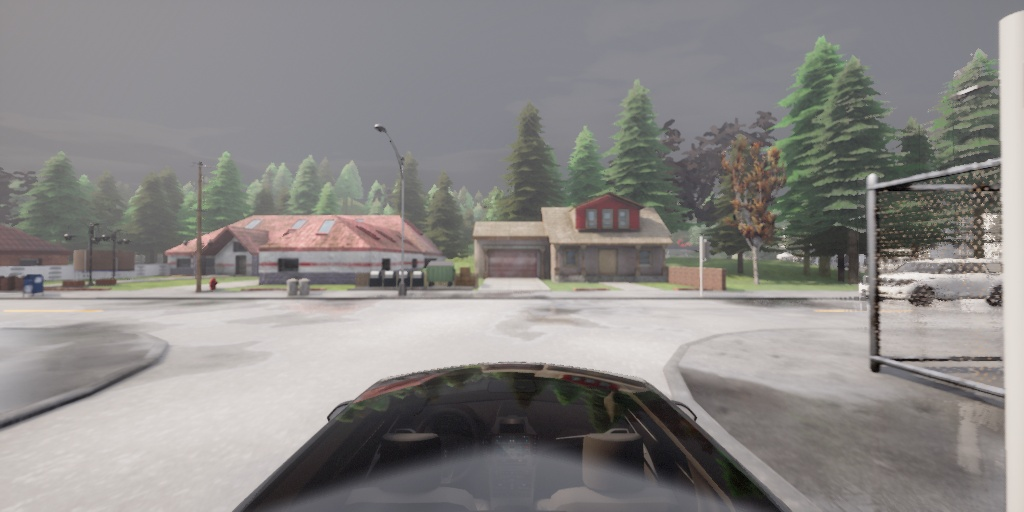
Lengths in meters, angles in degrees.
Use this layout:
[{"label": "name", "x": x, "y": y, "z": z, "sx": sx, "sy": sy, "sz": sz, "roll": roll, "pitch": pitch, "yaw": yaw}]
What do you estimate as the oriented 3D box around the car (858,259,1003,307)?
[{"label": "car", "x": 19.068, "y": 1.141, "z": 16.130, "sx": 5.566, "sy": 2.045, "sz": 2.150, "roll": 0, "pitch": -1, "yaw": 0}]
